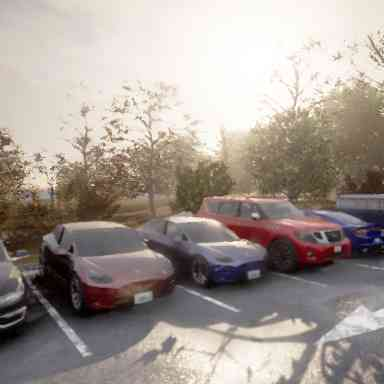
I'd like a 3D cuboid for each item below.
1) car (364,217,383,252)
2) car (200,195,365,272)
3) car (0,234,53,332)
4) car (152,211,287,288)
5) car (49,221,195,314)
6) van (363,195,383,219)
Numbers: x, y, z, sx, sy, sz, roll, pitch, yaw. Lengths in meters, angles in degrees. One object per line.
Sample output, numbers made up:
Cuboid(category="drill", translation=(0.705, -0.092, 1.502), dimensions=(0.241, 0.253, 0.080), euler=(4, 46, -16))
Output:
Cuboid(category="car", translation=(6.791, 1.445, 8.517), dimensions=(4.902, 1.511, 2.128), euler=(0, 0, -35))
Cuboid(category="car", translation=(2.333, 1.193, 11.228), dimensions=(2.435, 2.045, 5.566), euler=(0, 0, -35))
Cuboid(category="car", translation=(-4.480, 1.481, 6.410), dimensions=(2.231, 1.521, 4.892), euler=(0, 0, -36))
Cuboid(category="car", translation=(0.037, 1.486, 9.587), dimensions=(2.163, 1.488, 4.792), euler=(0, 0, -35))
Cuboid(category="car", translation=(-2.262, 1.498, 7.947), dimensions=(2.163, 1.488, 4.792), euler=(0, 0, -35))
Cuboid(category="van", translation=(9.397, 1.110, 16.153), dimensions=(1.878, 1.987, 4.442), euler=(-2, 1, -35))
